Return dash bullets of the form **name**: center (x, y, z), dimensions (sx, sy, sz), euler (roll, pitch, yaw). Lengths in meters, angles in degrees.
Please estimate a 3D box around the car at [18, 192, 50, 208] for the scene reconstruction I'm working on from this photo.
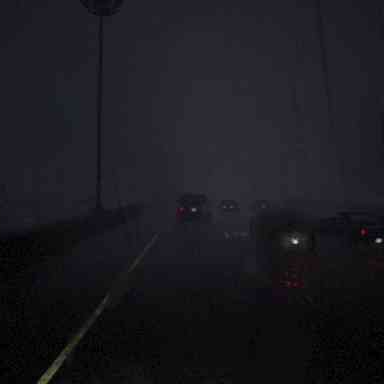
- **car**: center (-21.000, 1.060, 44.543), dimensions (2.150, 2.045, 5.566), euler (0, 0, 0)

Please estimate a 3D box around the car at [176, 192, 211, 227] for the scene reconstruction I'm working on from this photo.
- **car**: center (0.101, 1.135, 22.298), dimensions (2.150, 2.045, 5.566), euler (0, 0, 0)

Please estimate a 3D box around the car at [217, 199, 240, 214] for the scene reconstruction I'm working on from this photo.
- **car**: center (3.602, 1.418, 32.894), dimensions (2.033, 1.411, 5.357), euler (0, 0, 0)

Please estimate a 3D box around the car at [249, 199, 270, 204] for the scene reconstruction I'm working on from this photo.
- **car**: center (7.102, 1.427, 34.919), dimensions (1.994, 1.385, 4.181), euler (0, 0, 0)

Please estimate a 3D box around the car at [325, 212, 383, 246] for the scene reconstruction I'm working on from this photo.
- **car**: center (7.101, 1.542, 14.851), dimensions (1.895, 1.301, 4.718), euler (0, 0, 0)

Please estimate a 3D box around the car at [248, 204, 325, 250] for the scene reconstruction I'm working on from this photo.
- **car**: center (3.601, 1.450, 13.995), dimensions (1.837, 1.490, 4.892), euler (0, 0, 0)

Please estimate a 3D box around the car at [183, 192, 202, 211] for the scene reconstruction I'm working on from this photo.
- **car**: center (0.099, 1.067, 40.347), dimensions (2.150, 2.045, 5.566), euler (0, 0, 0)

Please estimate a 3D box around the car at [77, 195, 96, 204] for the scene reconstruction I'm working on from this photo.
- **car**: center (-13.998, 1.030, 44.910), dimensions (1.882, 1.535, 5.008), euler (0, 0, 0)

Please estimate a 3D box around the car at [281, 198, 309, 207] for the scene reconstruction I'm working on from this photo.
- **car**: center (10.602, 1.369, 34.637), dimensions (1.837, 1.490, 4.892), euler (0, 0, 0)
